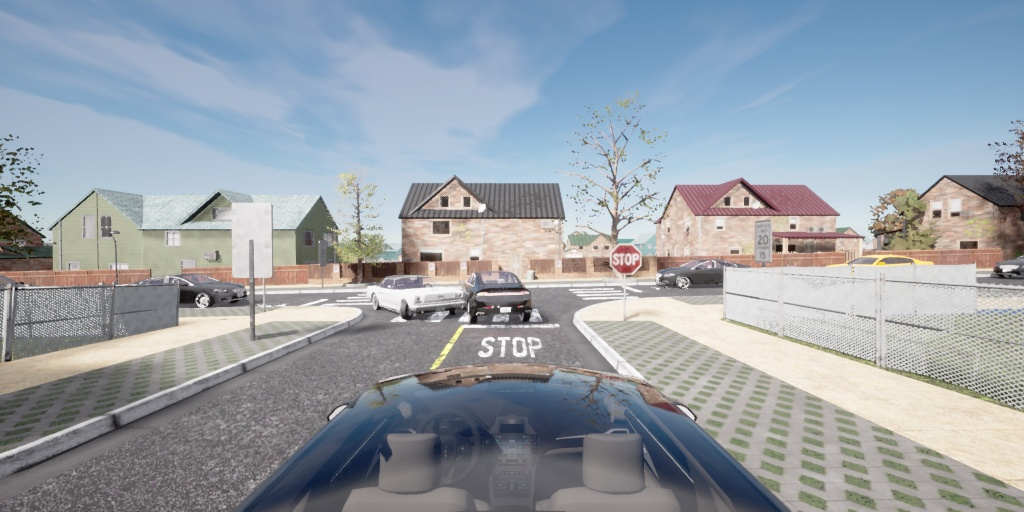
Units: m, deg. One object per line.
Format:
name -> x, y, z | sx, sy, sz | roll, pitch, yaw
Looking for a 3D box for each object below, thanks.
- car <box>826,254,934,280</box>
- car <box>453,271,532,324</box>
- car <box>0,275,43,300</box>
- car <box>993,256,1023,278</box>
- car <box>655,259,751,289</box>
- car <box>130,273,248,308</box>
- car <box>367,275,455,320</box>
car -> 19.773, 0.690, 19.483 | 5.008, 1.535, 1.882 | -1, 1, 0
car -> -0.678, 1.242, 12.052 | 2.128, 1.511, 4.902 | 0, 0, -12
car -> -24.230, 1.648, 16.382 | 4.553, 1.767, 2.097 | -1, 1, 0
car -> 29.397, 0.477, 19.514 | 4.902, 1.511, 2.128 | -1, 1, 0
car -> 10.342, 0.925, 19.453 | 4.902, 1.511, 2.128 | -1, 1, 0
car -> -14.892, 1.566, 16.416 | 4.902, 1.511, 2.128 | -1, 1, 0
car -> -3.595, 1.367, 12.913 | 1.895, 1.301, 4.718 | 0, 0, -38
